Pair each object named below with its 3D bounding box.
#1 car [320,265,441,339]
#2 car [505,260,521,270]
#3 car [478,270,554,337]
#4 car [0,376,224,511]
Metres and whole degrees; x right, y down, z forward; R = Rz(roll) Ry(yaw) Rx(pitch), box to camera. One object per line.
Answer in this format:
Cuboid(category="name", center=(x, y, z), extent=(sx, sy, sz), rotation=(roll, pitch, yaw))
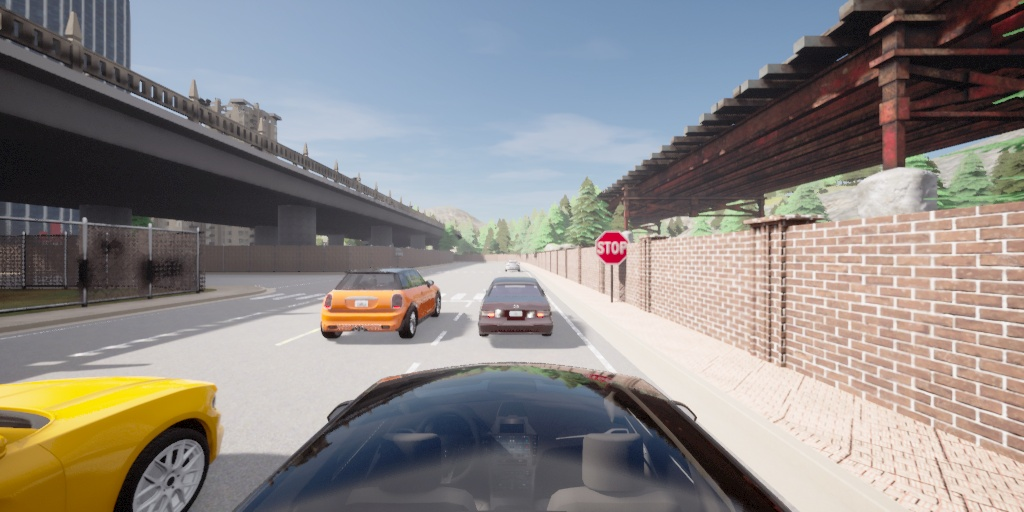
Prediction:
Cuboid(category="car", center=(-3.419, 1.100, 10.262), extent=(2.097, 1.767, 4.553), rotation=(0, 0, 0))
Cuboid(category="car", center=(0.082, 1.265, 46.166), extent=(1.812, 1.442, 4.674), rotation=(0, 0, -1))
Cuboid(category="car", center=(0.082, 1.295, 10.284), extent=(2.033, 1.411, 5.357), rotation=(0, 0, 0))
Cuboid(category="car", center=(-3.396, 1.228, 1.004), extent=(1.882, 1.535, 5.008), rotation=(0, 0, 0))
